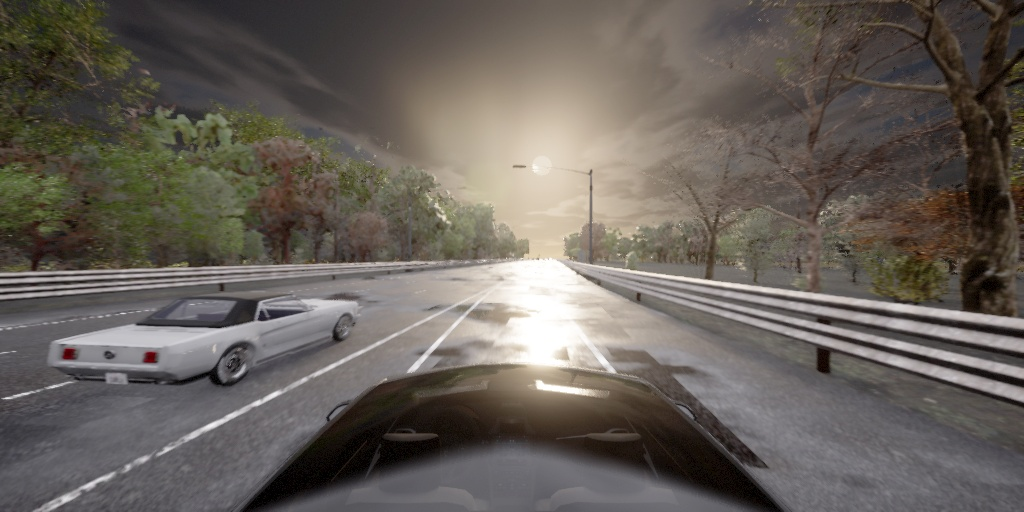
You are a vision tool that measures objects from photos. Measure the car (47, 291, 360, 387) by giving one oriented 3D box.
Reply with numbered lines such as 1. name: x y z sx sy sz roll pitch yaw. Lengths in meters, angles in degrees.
1. car: -4.948 1.333 6.922 1.895 1.301 4.718 0 0 6
